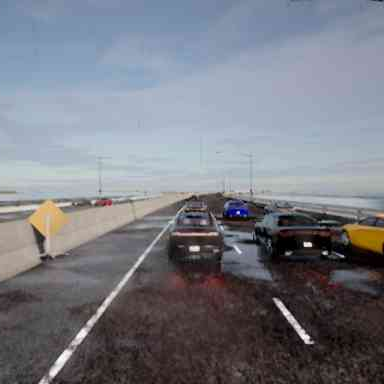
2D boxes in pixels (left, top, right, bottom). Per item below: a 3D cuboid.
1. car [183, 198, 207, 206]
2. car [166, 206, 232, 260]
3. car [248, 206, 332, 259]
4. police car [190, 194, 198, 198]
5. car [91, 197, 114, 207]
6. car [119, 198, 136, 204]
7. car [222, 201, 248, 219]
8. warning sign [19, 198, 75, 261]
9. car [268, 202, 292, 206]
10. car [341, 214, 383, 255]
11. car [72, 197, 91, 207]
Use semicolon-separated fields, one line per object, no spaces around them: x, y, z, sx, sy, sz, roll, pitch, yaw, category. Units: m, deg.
0.242;1.534;27.772;2.128;1.511;4.902;0;0;1;car
0.115;1.512;12.530;2.128;1.511;4.902;0;0;1;car
3.616;1.500;12.779;1.882;1.535;5.008;0;0;1;car
0.510;1.494;90.411;1.930;1.638;5.238;0;0;2;police car
-13.545;1.542;51.415;1.882;1.535;5.008;0;0;2;car
-10.023;1.628;52.259;1.994;1.385;4.181;0;0;1;car
3.766;1.522;29.296;1.882;1.535;5.008;0;0;1;car
-4.527;1.133;10.463;1.300;1.860;1.060;0;0;0;warning sign
7.242;1.534;27.743;2.128;1.511;4.902;0;0;1;car
7.109;1.498;11.838;1.882;1.535;5.008;0;-1;0;car
-17.041;1.556;51.527;2.128;1.511;4.902;0;0;2;car
